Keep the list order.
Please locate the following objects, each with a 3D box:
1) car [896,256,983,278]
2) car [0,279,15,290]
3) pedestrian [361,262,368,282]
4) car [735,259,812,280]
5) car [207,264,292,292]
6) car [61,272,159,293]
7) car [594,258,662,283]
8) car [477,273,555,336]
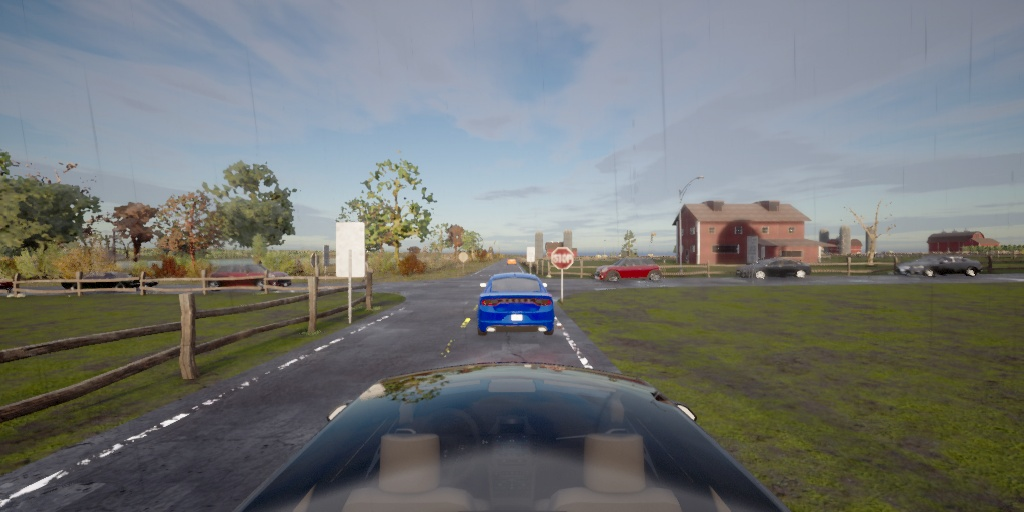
[{"bbox_3d":[30.980,0.757,26.110,4.902,1.511,2.128,-1,0,1],"label":"car"},{"bbox_3d":[-36.585,1.842,24.180,4.718,1.301,1.895,-1,0,6],"label":"car"},{"bbox_3d":[-12.175,1.162,29.453,0.375,1.860,0.375,0,1,0],"label":"pedestrian"},{"bbox_3d":[19.008,0.948,26.204,4.892,1.490,1.837,-1,0,0],"label":"car"},{"bbox_3d":[-17.098,1.330,23.533,4.553,1.767,2.097,-1,0,1],"label":"car"},{"bbox_3d":[-26.380,1.706,23.675,4.718,1.301,1.895,-1,0,1],"label":"car"},{"bbox_3d":[8.319,0.951,25.962,4.553,1.767,2.097,-1,1,-4],"label":"car"},{"bbox_3d":[0.062,1.226,10.486,1.882,1.535,5.008,0,0,-1],"label":"car"}]
